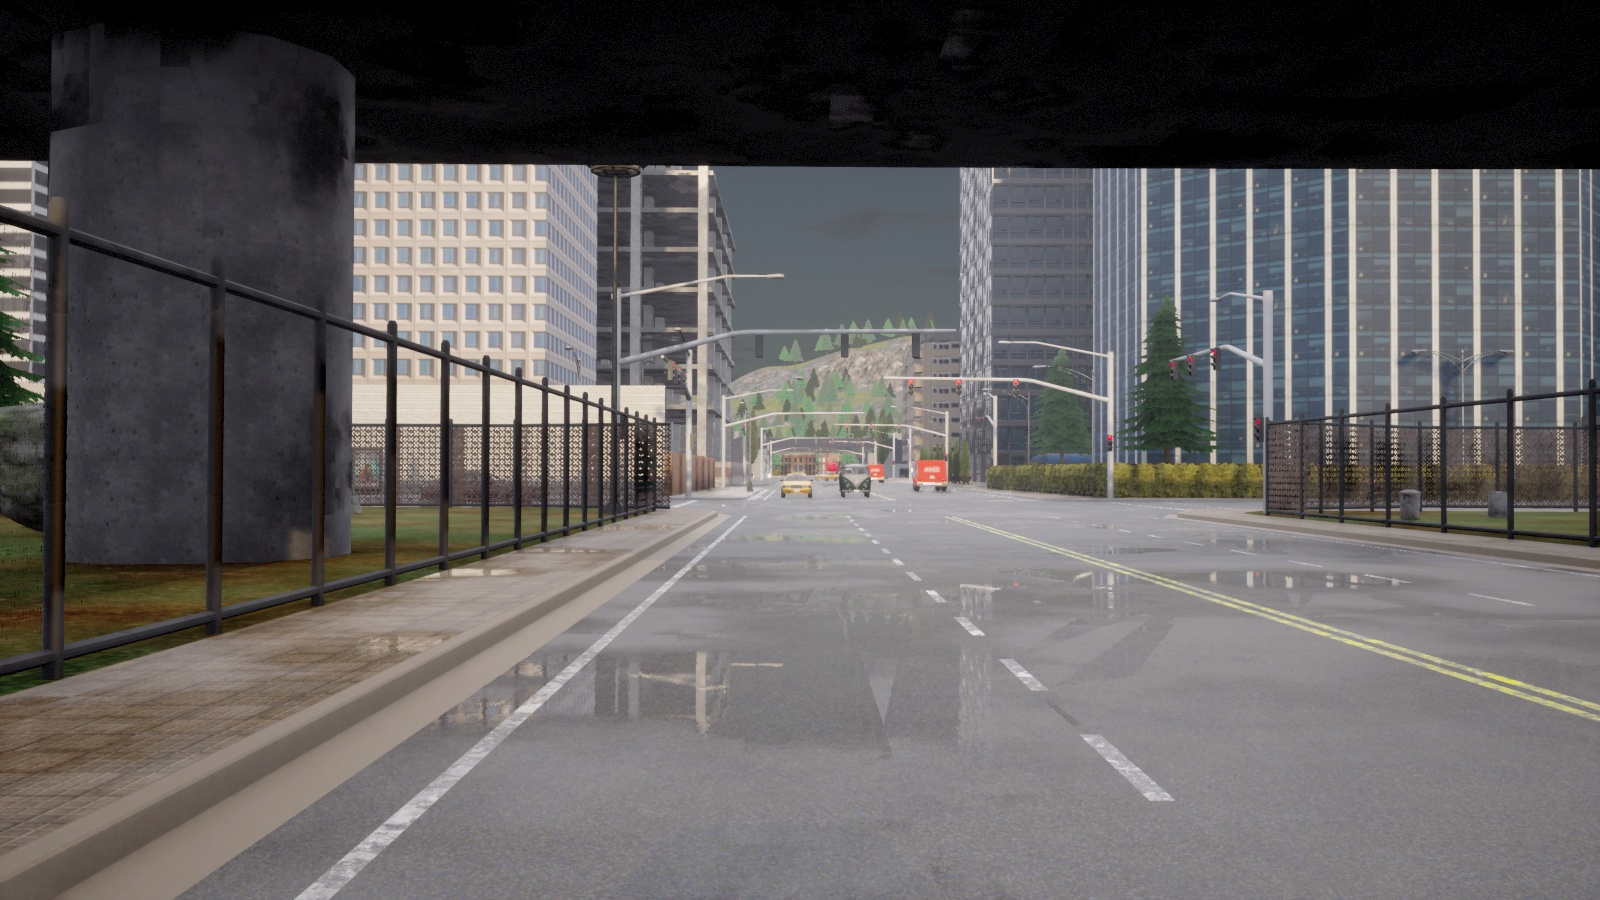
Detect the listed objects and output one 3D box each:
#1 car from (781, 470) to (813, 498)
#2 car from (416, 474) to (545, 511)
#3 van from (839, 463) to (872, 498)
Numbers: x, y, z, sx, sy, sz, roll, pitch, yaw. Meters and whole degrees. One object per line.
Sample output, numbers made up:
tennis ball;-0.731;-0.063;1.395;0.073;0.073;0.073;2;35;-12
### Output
car;-0.175;1.995;74.092;1.801;1.575;5.366;0;-1;0
car;-12.717;1.676;50.171;4.674;1.442;1.812;0;-1;0
van;3.321;1.820;75.588;1.775;1.987;4.442;0;-1;0
